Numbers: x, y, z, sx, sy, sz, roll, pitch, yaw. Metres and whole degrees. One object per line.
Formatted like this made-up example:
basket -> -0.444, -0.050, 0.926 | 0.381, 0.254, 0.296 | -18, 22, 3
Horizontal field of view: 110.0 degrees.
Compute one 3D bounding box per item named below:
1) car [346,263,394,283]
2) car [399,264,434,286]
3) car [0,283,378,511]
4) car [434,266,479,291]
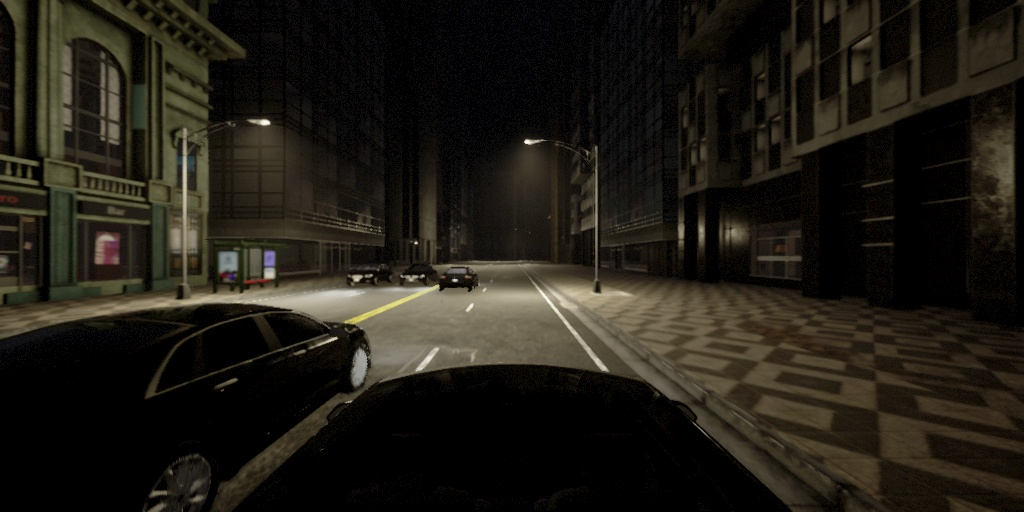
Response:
car -> -9.761, 1.246, 25.008 | 2.128, 1.511, 4.902 | 0, 0, 0
car -> -6.507, 1.280, 25.449 | 1.812, 1.442, 4.674 | 0, 0, 0
car -> -3.152, 1.256, 3.809 | 1.837, 1.490, 4.892 | 0, 0, 0
car -> -3.155, 1.316, 21.826 | 1.994, 1.385, 4.181 | 0, 0, 0
